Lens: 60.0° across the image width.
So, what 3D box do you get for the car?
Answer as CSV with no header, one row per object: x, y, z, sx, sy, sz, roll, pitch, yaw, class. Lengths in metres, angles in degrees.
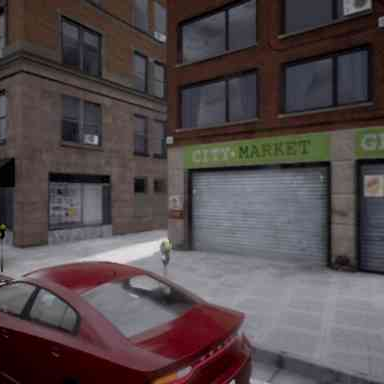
-1.501,1.563,4.147,4.507,1.381,1.887,0,0,35,car
